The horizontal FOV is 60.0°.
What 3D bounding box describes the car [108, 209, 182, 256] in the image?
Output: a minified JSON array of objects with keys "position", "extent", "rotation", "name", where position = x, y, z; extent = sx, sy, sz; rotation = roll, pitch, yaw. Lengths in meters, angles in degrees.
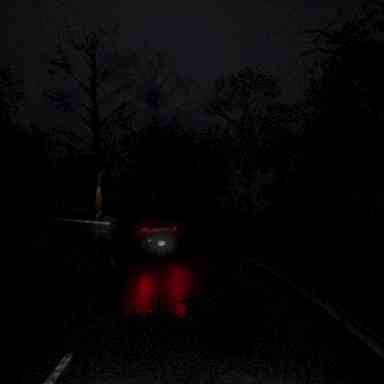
[{"position":[-1.977,1.421,12.955],"extent":[2.128,1.511,4.902],"rotation":[1,0,-24],"name":"car"}]
